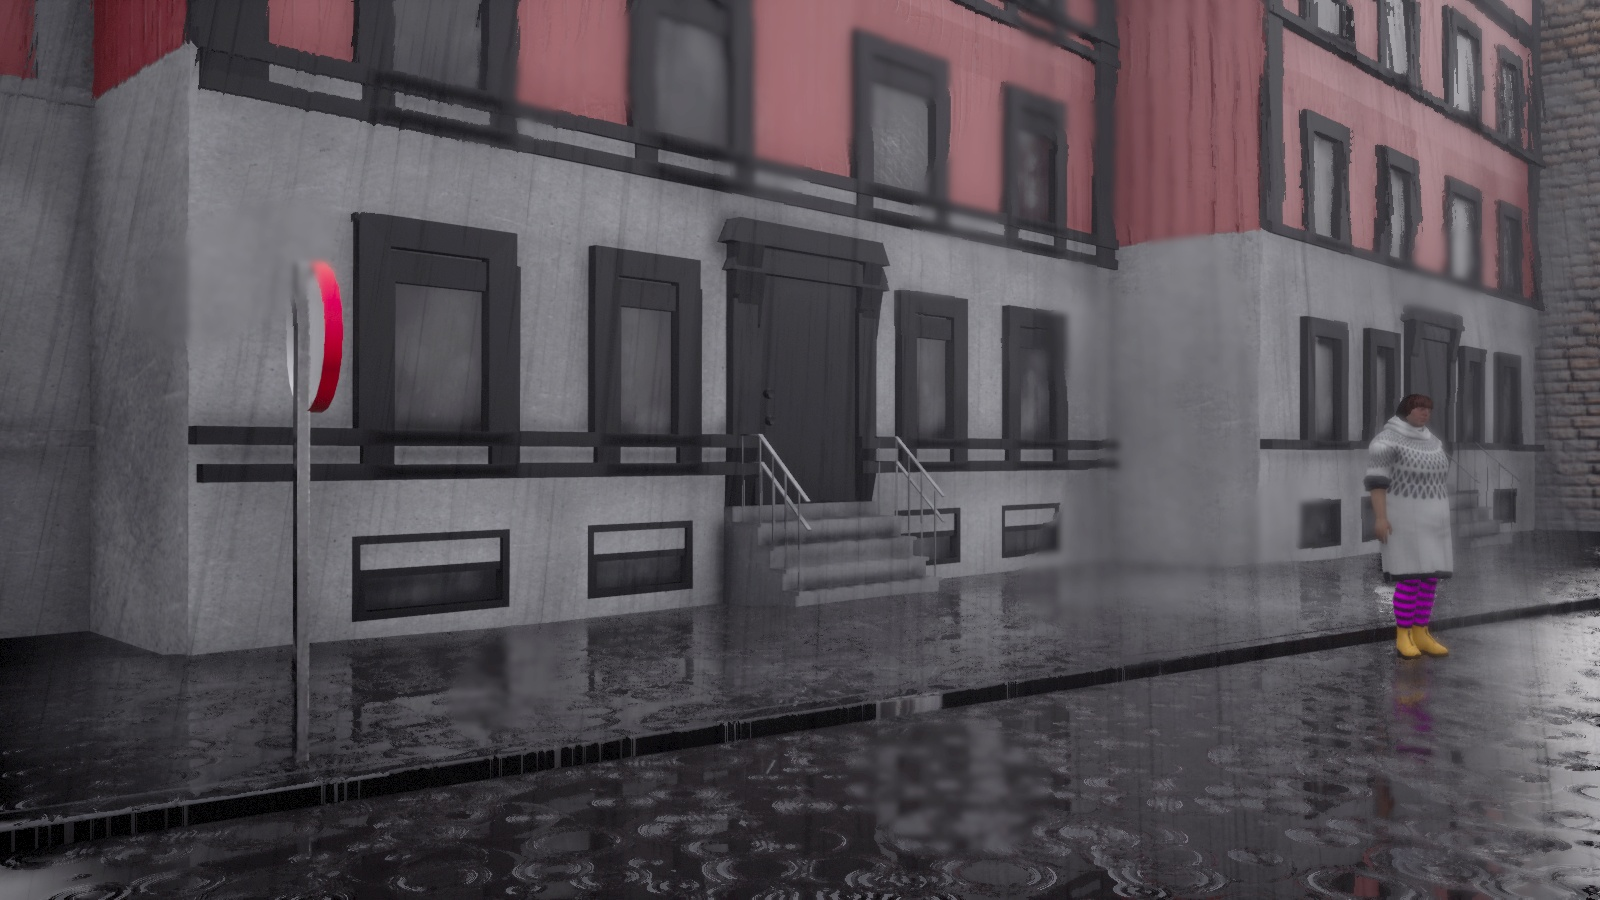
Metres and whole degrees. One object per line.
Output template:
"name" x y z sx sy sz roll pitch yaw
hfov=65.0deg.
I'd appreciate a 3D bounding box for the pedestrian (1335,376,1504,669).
"pedestrian" 4.354 0.482 8.872 0.659 1.952 0.873 0 0 -14
